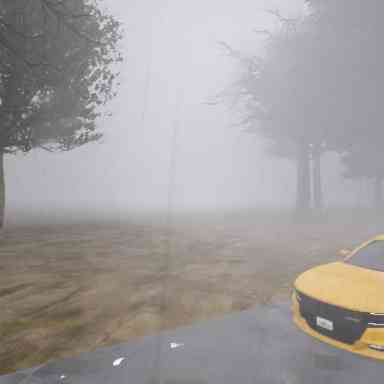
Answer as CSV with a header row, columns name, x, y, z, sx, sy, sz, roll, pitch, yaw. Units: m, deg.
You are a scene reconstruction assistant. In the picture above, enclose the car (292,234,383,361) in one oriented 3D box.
name,x,y,z,sx,sy,sz,roll,pitch,yaw
car,3.903,1.474,5.733,5.008,1.535,1.882,0,0,-31
